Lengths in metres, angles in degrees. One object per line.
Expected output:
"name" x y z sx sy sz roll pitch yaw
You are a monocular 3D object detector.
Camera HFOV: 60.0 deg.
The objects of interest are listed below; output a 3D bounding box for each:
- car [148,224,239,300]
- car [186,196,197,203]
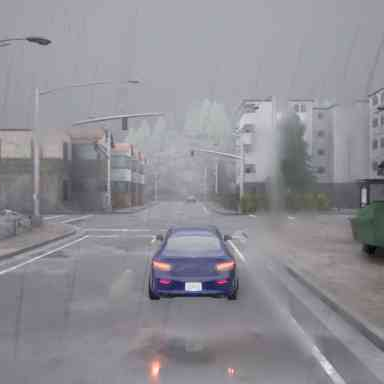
"car" 0.040 1.526 8.248 1.812 1.442 4.674 0 0 0
"car" -0.141 1.526 66.890 1.812 1.442 4.674 0 0 0
